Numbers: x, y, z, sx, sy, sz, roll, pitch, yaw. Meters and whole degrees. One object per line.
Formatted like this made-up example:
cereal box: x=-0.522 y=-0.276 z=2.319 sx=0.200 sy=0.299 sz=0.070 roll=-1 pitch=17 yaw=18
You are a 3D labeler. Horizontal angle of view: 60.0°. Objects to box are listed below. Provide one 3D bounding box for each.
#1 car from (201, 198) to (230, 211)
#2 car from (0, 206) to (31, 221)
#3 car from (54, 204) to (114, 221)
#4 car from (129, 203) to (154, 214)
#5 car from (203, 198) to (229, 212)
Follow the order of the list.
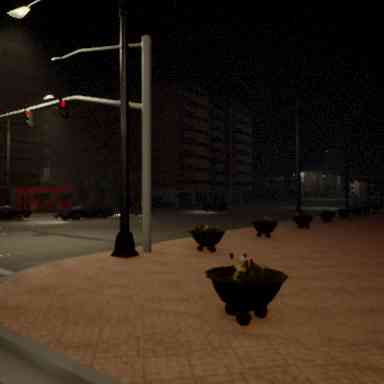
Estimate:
car: x=4.000 y=1.977 z=55.075 sx=2.150 sy=2.045 sz=5.566 roll=0 pitch=-1 yaw=35
car: x=-15.802 y=1.791 z=27.024 sx=1.895 sy=1.301 sz=4.718 roll=0 pitch=-1 yaw=35
car: x=-9.507 y=1.794 z=29.904 sx=2.033 sy=1.411 sz=5.357 roll=0 pitch=-1 yaw=35
car: x=-6.517 y=1.964 z=40.252 sx=1.994 sy=1.385 sz=4.181 roll=0 pitch=-1 yaw=35
car: x=3.565 y=2.050 z=48.453 sx=1.882 sy=1.535 sz=5.008 roll=0 pitch=-1 yaw=36
